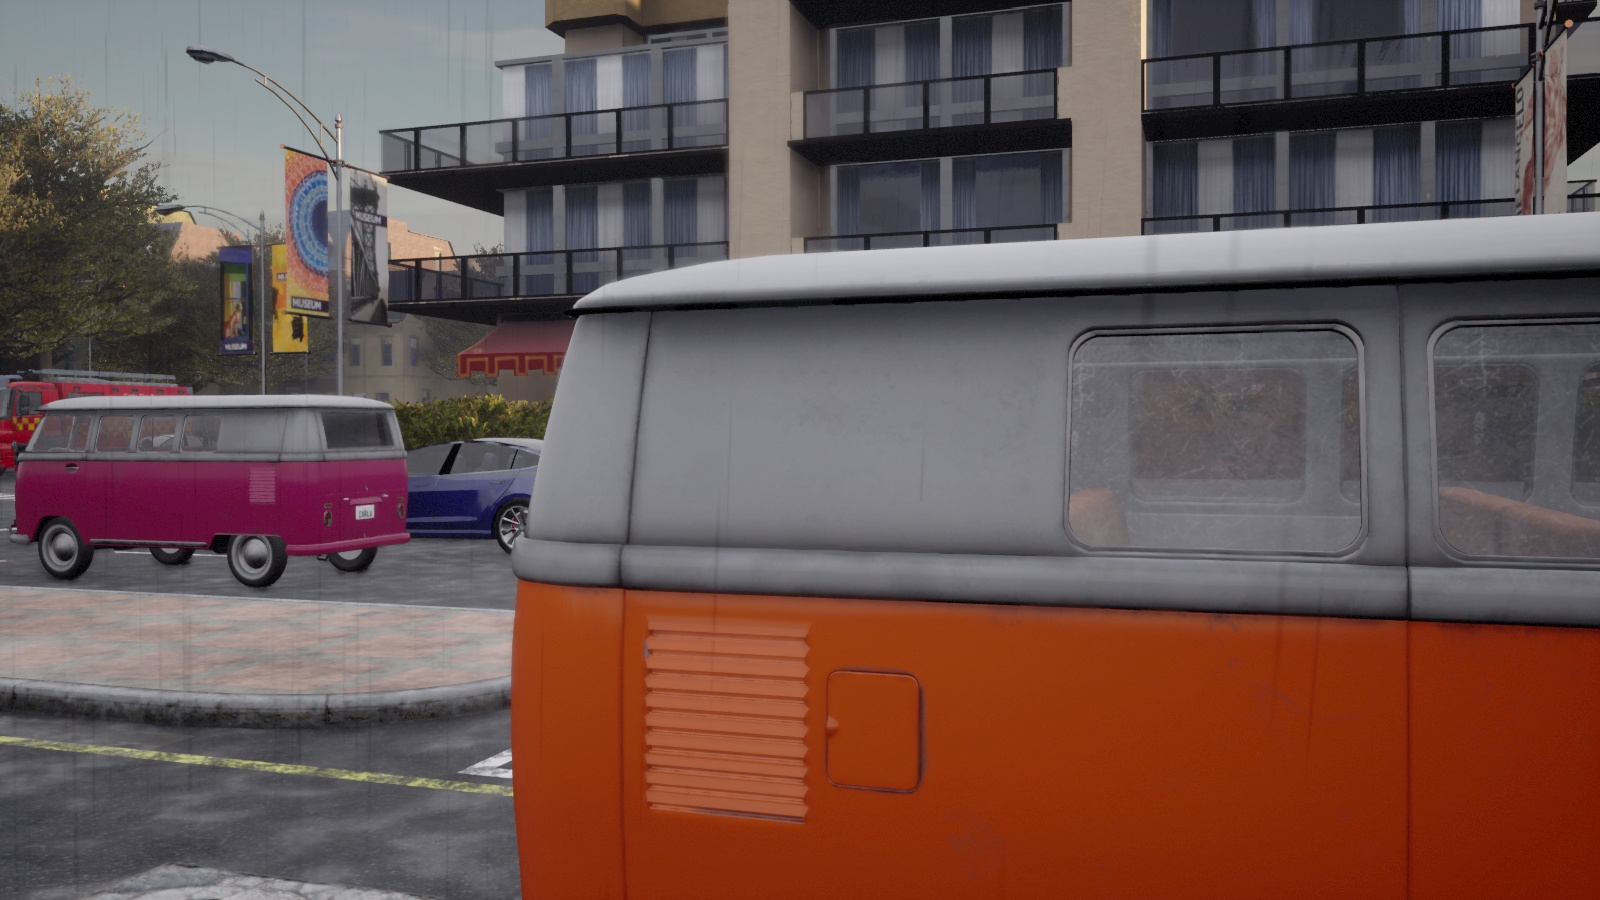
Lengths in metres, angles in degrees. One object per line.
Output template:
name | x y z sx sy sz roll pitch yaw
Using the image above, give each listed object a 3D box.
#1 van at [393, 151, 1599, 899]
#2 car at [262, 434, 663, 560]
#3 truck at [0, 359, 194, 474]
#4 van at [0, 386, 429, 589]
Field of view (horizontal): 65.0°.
van | 1.570 0.543 2.661 4.442 1.987 1.775 1 1 19
car | -4.484 0.540 16.834 4.792 1.488 2.163 1 1 19
truck | -26.770 -1.180 46.298 2.891 3.827 8.468 1 1 18
van | -6.511 0.334 13.820 4.442 1.987 1.775 1 1 19
